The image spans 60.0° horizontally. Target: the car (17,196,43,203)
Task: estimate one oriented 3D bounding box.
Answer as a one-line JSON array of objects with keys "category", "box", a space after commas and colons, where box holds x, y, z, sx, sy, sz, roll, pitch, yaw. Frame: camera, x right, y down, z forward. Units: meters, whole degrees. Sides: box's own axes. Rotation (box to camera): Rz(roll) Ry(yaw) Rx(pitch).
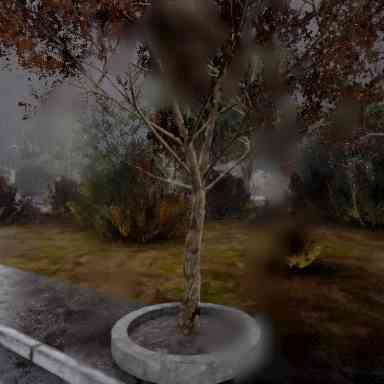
[{"category": "car", "box": [-22.013, 1.217, 45.034, 2.033, 1.411, 5.357, 1, 0, 32]}]
